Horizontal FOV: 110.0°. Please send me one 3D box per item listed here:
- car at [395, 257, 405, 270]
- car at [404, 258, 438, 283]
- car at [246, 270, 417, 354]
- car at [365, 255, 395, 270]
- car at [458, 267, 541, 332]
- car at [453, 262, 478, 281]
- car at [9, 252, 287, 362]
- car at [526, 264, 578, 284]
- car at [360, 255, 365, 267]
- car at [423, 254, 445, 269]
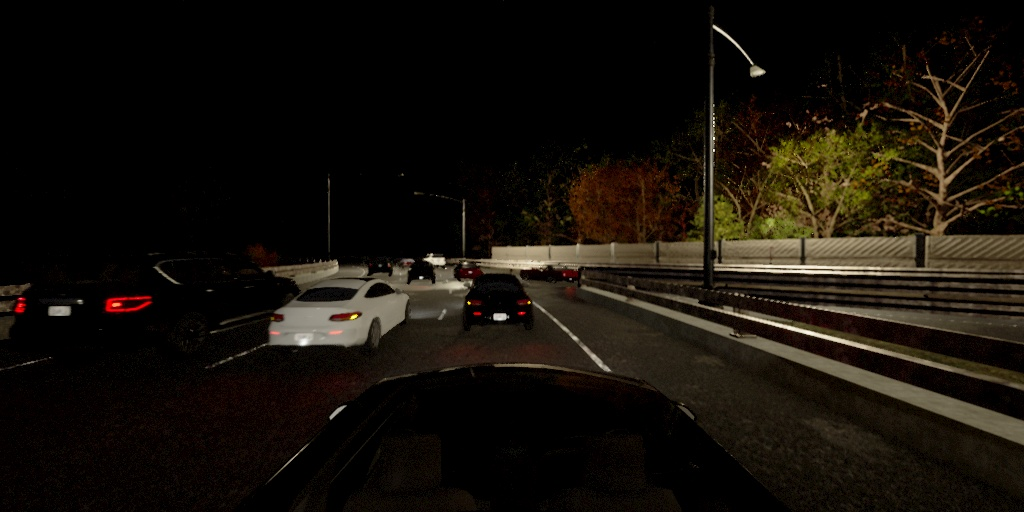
[{"bbox_3d":[-13.778,1.065,47.073,2.033,1.411,5.357,0,0,-25],"label":"car"},{"bbox_3d":[-6.549,1.131,26.037,1.837,1.490,4.892,0,1,-13],"label":"car"},{"bbox_3d":[-3.766,1.240,8.575,1.812,1.442,4.674,0,0,-3],"label":"car"},{"bbox_3d":[-12.640,0.932,34.587,2.097,1.767,4.553,0,0,-18],"label":"car"},{"bbox_3d":[-0.459,1.230,10.627,1.812,1.442,4.674,0,0,-4],"label":"car"},{"bbox_3d":[-3.615,1.176,28.712,1.994,1.385,4.181,0,0,-14],"label":"car"},{"bbox_3d":[-7.226,0.937,8.287,2.150,2.045,5.566,0,0,-3],"label":"car"},{"bbox_3d":[2.584,1.230,25.367,1.895,1.301,4.718,0,0,-35],"label":"car"},{"bbox_3d":[-21.115,1.010,53.553,1.812,1.442,4.674,0,0,-29],"label":"car"},{"bbox_3d":[-10.706,0.728,48.695,2.150,2.045,5.566,0,0,-27],"label":"car"}]
